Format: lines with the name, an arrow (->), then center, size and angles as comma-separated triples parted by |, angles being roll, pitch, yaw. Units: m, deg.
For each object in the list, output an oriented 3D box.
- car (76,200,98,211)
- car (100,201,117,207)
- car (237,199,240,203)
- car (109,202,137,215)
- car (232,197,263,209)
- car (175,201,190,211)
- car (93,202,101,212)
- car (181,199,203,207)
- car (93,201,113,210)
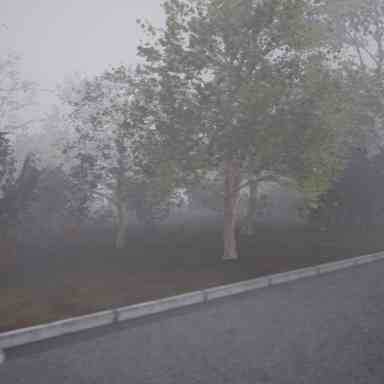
car -> -18.374, 2.335, 58.015 | 1.946, 1.575, 5.366 | 0, 0, -36
car -> -12.224, 2.337, 46.096 | 2.231, 1.521, 4.892 | 0, 0, -36
car -> 8.076, 2.083, 60.664 | 2.435, 2.045, 5.566 | 0, 0, -36
car -> -9.967, 2.340, 47.712 | 2.097, 1.535, 5.008 | 0, 0, -36
car -> 10.367, 2.071, 62.233 | 2.435, 2.045, 5.566 | 0, 0, -36
car -> -0.943, 2.355, 54.182 | 2.097, 1.535, 5.008 | 0, 0, -36
car -> -14.468, 2.361, 44.463 | 2.163, 1.488, 4.792 | 0, 0, -36
car -> -0.018, 2.337, 70.912 | 2.231, 1.521, 4.892 | 0, 0, -36
car -> -15.985, 2.383, 59.493 | 2.002, 1.452, 4.674 | 0, 0, -36
